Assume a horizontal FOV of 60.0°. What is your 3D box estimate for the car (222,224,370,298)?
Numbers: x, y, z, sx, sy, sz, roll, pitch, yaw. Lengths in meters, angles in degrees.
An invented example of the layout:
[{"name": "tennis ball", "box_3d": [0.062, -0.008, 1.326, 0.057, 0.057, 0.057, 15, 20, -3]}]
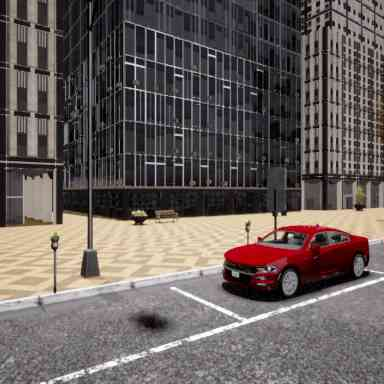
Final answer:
[{"name": "car", "box_3d": [2.774, 1.545, 8.528, 4.507, 1.381, 1.887, 0, 0, -35]}]
